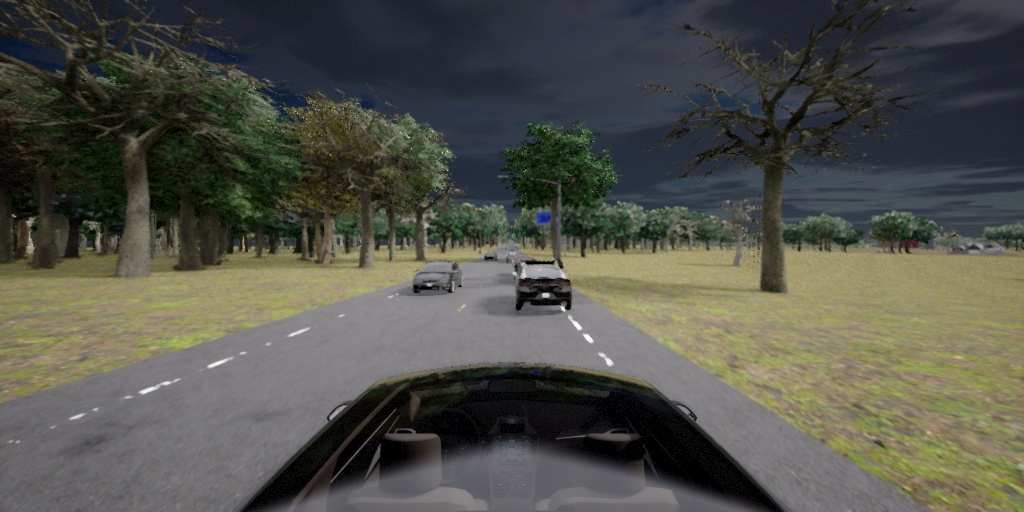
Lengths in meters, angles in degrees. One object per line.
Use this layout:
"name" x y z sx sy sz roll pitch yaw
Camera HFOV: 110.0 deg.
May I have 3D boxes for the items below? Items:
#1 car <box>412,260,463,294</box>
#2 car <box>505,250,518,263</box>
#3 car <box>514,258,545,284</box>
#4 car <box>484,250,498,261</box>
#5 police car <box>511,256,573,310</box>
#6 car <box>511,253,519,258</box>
"car" -3.592 0.983 18.017 1.837 1.490 4.892 0 1 0
"car" 0.063 0.236 54.652 2.128 1.511 4.902 0 1 0
"car" 1.053 0.910 23.617 1.812 1.442 4.674 0 1 0
"car" -3.528 -0.030 60.151 2.097 1.767 4.553 0 1 1
"police car" 1.052 0.974 13.727 1.930 1.638 5.238 0 1 0
"car" 1.053 0.757 29.614 1.882 1.535 5.008 0 1 0
